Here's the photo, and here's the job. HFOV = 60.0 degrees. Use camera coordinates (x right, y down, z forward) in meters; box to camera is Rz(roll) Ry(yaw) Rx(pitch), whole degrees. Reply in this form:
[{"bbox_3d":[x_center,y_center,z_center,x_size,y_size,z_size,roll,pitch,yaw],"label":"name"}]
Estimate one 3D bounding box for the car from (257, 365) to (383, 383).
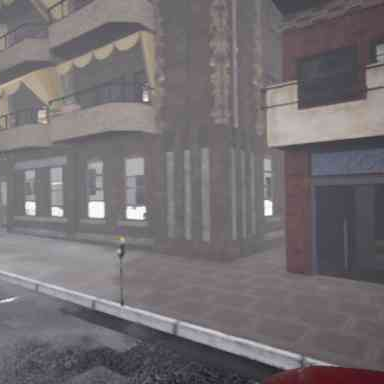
[{"bbox_3d":[2.119,1.582,1.381,4.206,1.307,1.802,0,-1,36],"label":"car"}]
